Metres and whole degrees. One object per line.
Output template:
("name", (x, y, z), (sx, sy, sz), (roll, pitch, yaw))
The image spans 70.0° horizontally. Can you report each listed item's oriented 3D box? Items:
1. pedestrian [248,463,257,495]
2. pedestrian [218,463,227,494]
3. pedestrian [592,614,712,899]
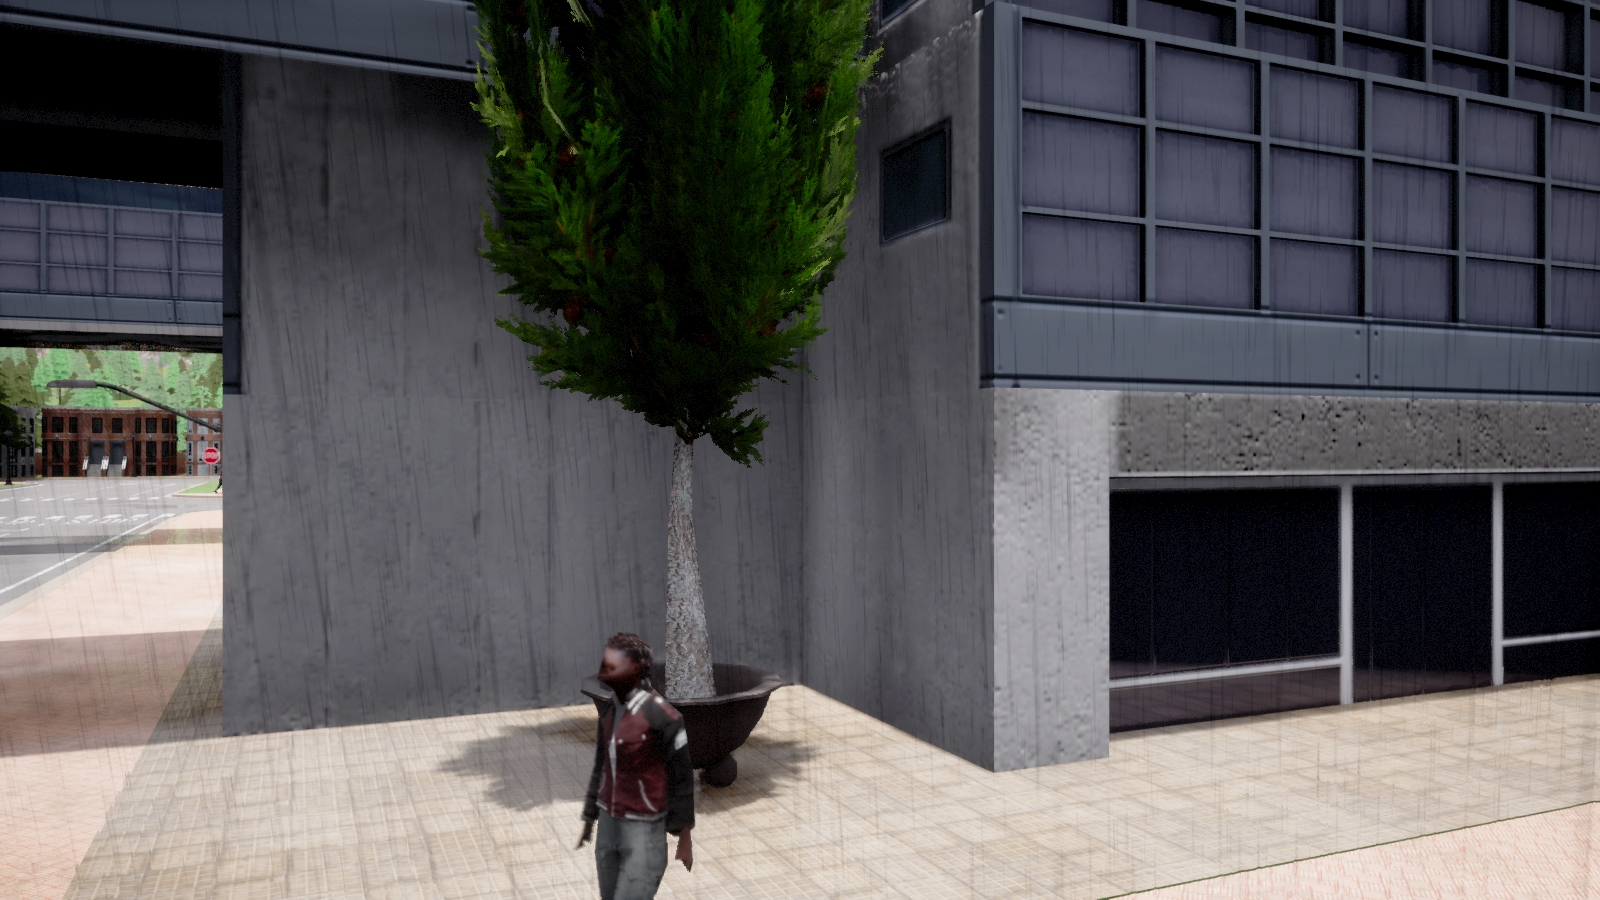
("pedestrian", (-32.383, 1.696, 67.547), (0.375, 1.860, 0.375), (0, 0, -39))
("pedestrian", (-34.399, 1.698, 68.031), (0.375, 1.860, 0.375), (0, 0, -2))
("pedestrian", (-0.657, 1.698, 5.079), (0.375, 1.860, 0.375), (0, 0, 42))
